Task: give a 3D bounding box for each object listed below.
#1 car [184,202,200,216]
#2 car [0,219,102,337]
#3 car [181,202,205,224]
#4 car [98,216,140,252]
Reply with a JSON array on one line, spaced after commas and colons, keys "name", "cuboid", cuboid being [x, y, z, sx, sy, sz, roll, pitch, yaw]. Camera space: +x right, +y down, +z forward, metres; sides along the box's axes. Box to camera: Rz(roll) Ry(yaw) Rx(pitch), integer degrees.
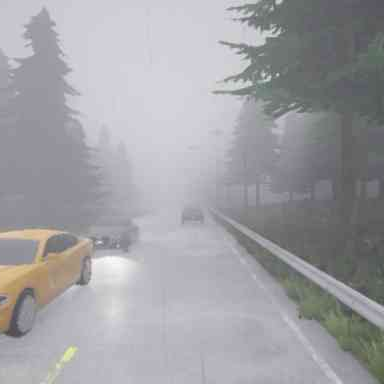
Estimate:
[{"name": "car", "cuboid": [0.051, 2.017, 40.187, 1.837, 1.490, 4.892, 0, 0, 0]}, {"name": "car", "cuboid": [-3.597, 1.568, 7.011, 1.882, 1.535, 5.008, 0, -1, 0]}, {"name": "car", "cuboid": [0.067, 1.853, 28.423, 2.128, 1.511, 4.902, 0, -1, 0]}, {"name": "car", "cuboid": [-3.506, 1.751, 14.587, 1.994, 1.385, 4.181, 0, -1, 0]}]
